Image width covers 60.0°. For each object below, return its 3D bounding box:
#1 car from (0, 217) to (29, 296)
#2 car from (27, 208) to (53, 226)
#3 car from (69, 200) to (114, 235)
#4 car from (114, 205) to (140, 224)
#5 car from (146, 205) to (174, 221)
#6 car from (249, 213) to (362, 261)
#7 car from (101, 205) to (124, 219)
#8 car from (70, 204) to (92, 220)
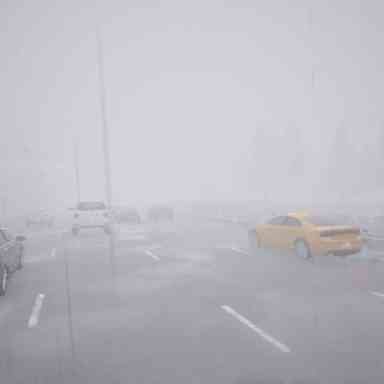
[{"bbox_3d":[-5.559,1.626,8.533,1.837,1.490,4.892,0,-1,-20],"label":"car"},{"bbox_3d":[-12.862,2.064,28.225,1.812,1.442,4.674,0,-1,-20],"label":"car"},{"bbox_3d":[-6.733,1.555,21.763,2.150,2.045,5.566,0,-1,-21],"label":"car"},{"bbox_3d":[-5.760,1.986,29.186,1.812,1.442,4.674,0,-1,-20],"label":"car"},{"bbox_3d":[-3.206,1.980,32.387,2.128,1.511,4.902,0,-1,-20],"label":"car"},{"bbox_3d":[4.047,1.546,12.826,1.882,1.535,5.008,0,-1,-20],"label":"car"},{"bbox_3d":[-9.433,2.254,39.114,2.033,1.411,5.357,0,-1,-20],"label":"car"},{"bbox_3d":[-12.527,2.207,37.391,2.128,1.511,4.902,0,-1,-20],"label":"car"}]
